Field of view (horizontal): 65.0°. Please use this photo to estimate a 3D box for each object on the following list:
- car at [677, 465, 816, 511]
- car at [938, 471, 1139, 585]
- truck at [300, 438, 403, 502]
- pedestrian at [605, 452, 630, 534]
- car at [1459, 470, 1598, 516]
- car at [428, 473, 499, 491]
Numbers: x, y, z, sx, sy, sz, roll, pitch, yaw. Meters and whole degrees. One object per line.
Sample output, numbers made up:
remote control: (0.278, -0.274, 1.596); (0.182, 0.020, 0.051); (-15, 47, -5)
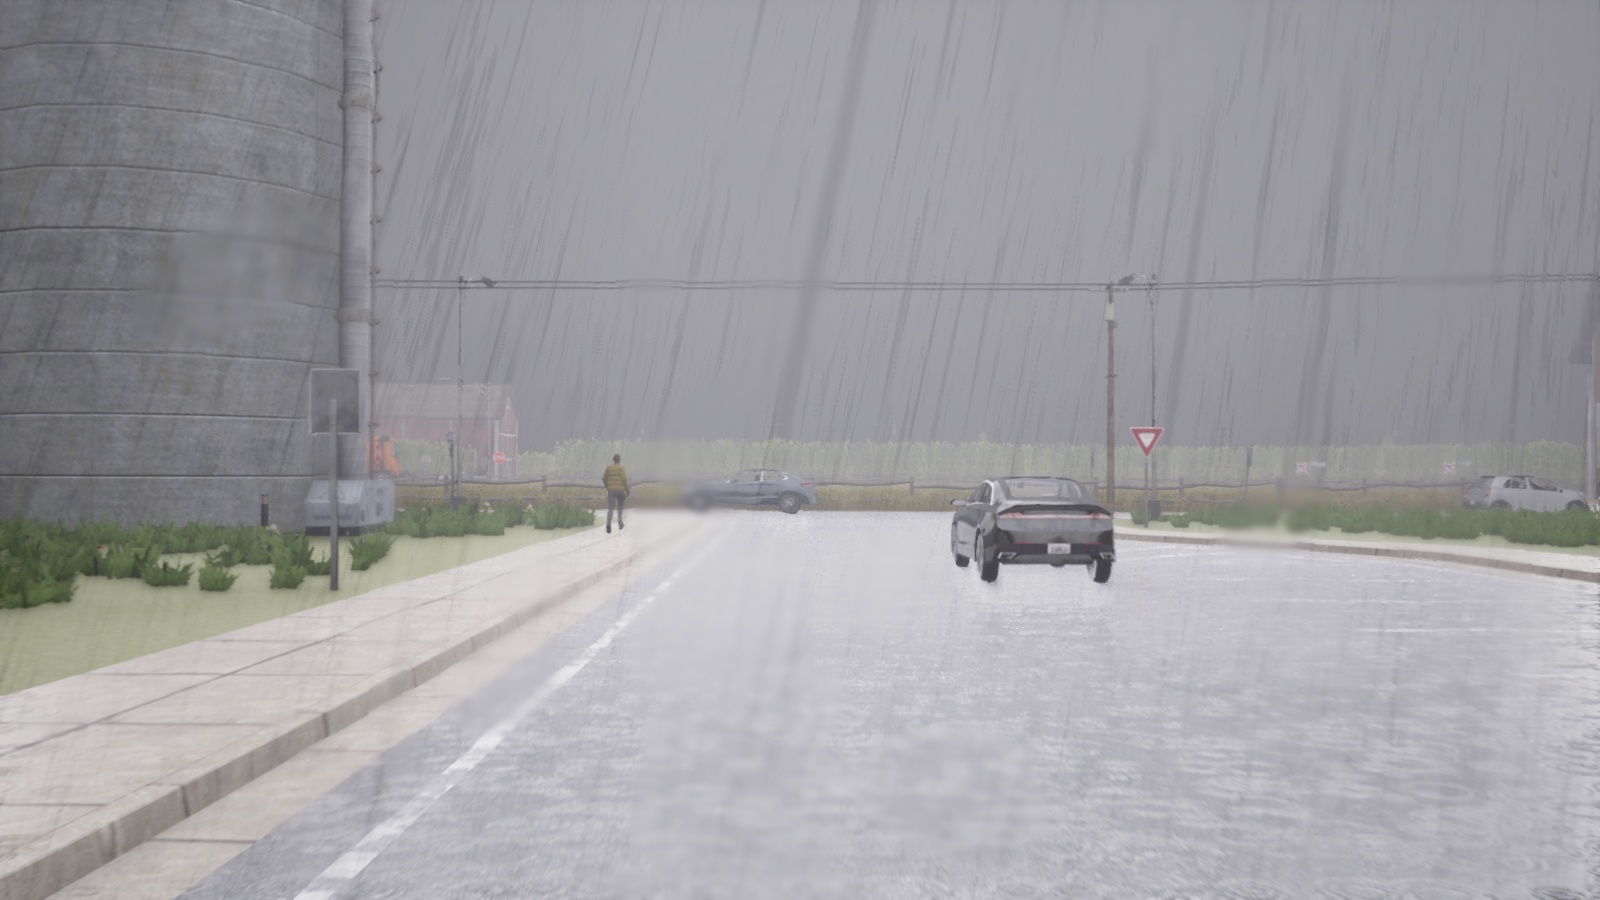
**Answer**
car: (-1.910, 1.378, 46.430); (5.027, 1.651, 2.152); (0, -1, 1)
car: (3.453, 1.079, 19.238); (2.128, 1.511, 4.902); (0, -1, 0)
truck: (-25.347, 1.113, 71.428); (2.891, 3.462, 7.936); (0, -1, 1)
pedestrian: (-4.150, 0.965, 28.600); (0.370, 1.835, 0.726); (0, -1, 8)
car: (24.696, 1.442, 42.636); (3.633, 1.501, 1.845); (0, -1, 0)
car: (-25.089, 2.385, 93.665); (4.718, 1.301, 1.895); (0, -1, -33)
